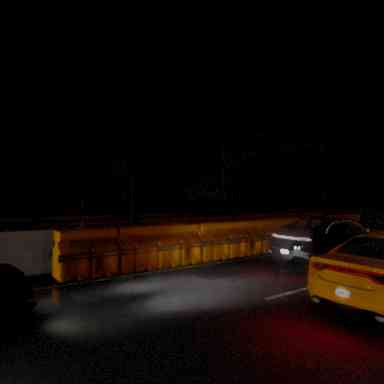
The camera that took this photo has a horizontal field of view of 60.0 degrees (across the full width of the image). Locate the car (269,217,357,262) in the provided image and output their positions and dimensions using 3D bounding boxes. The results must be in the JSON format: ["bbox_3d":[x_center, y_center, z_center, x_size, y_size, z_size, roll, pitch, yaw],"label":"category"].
[{"bbox_3d":[4.768,1.608,11.454,4.902,1.511,2.128,1,0,-36],"label":"car"}]

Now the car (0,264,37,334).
[{"bbox_3d":[-4.805,1.586,4.617,4.718,1.301,1.895,1,0,-36],"label":"car"}]

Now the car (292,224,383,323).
[{"bbox_3d":[4.524,1.562,6.980,5.008,1.535,1.882,1,-1,-36],"label":"car"}]
